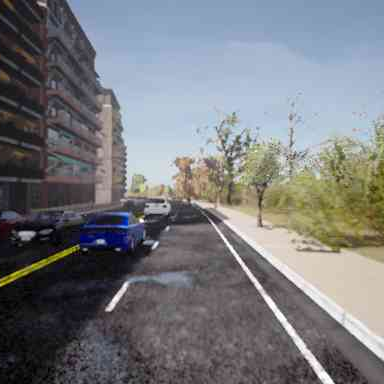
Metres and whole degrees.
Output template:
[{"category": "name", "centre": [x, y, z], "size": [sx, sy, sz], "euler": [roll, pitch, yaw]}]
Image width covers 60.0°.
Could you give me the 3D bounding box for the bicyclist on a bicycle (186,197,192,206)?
[{"category": "bicyclist on a bicycle", "centre": [-0.435, 1.917, 65.500], "size": [0.582, 1.620, 1.656], "euler": [0, -1, -4]}]

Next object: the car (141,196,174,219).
[{"category": "car", "centre": [-3.231, 1.453, 31.989], "size": [2.150, 2.045, 5.566], "euler": [0, 0, -1]}]

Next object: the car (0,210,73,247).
[{"category": "car", "centre": [-6.601, 1.605, 15.677], "size": [2.128, 1.511, 4.902], "euler": [0, 0, 0]}]

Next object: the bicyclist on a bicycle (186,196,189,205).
[{"category": "bicyclist on a bicycle", "centre": [-1.053, 1.895, 74.549], "size": [0.659, 1.776, 1.843], "euler": [0, 0, -4]}]

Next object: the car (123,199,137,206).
[{"category": "car", "centre": [-10.724, 1.982, 57.956], "size": [1.994, 1.385, 4.181], "euler": [0, 0, -2]}]

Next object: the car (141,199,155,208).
[{"category": "car", "centre": [-7.420, 1.971, 56.640], "size": [1.994, 1.385, 4.181], "euler": [0, 0, -2]}]

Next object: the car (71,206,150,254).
[{"category": "car", "centre": [-3.149, 1.578, 13.957], "size": [1.882, 1.535, 5.008], "euler": [0, 0, 0]}]

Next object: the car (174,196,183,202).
[{"category": "car", "centre": [-3.595, 2.006, 93.408], "size": [1.882, 1.535, 5.008], "euler": [0, 0, -6]}]
